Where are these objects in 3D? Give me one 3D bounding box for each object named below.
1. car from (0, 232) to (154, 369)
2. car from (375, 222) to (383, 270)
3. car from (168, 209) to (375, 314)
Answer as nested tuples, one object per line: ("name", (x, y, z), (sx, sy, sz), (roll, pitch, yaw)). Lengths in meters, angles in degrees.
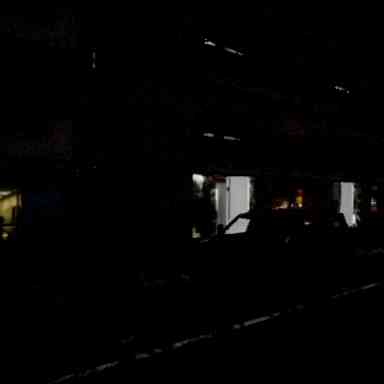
("car", (-2.676, 1.444, 4.649), (4.097, 1.590, 1.967), (1, 0, -36))
("car", (6.499, 1.699, 11.196), (4.206, 1.307, 1.802), (1, 0, -36))
("car", (1.914, 1.376, 7.923), (5.009, 1.841, 2.192), (1, 0, -36))
